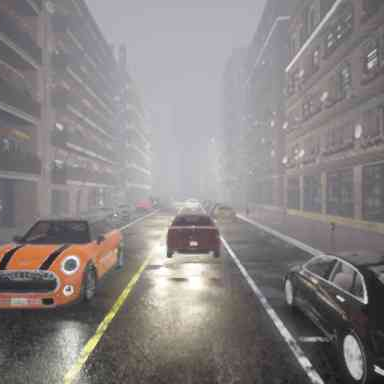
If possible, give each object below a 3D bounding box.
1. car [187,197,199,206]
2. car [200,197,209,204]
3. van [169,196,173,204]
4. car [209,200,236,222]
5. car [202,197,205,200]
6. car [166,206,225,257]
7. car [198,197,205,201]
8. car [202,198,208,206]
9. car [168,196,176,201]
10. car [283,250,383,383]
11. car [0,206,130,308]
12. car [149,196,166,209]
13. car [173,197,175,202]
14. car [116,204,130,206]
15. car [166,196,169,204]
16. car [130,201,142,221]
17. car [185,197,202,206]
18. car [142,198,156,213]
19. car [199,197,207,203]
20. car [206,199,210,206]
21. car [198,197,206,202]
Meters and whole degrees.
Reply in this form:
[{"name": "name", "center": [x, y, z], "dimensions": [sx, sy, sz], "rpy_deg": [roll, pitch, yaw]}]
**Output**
[{"name": "car", "center": [0.102, 1.769, 62.016], "dimensions": [2.128, 1.511, 4.902], "rpy_deg": [0, 0, 0]}, {"name": "car", "center": [2.693, 1.853, 72.954], "dimensions": [1.752, 1.417, 4.829], "rpy_deg": [0, 0, 0]}, {"name": "van", "center": [-5.686, 1.668, 72.789], "dimensions": [1.690, 1.788, 3.998], "rpy_deg": [0, 0, 0]}, {"name": "car", "center": [2.693, 1.651, 27.864], "dimensions": [1.752, 1.417, 4.829], "rpy_deg": [0, 0, 0]}, {"name": "car", "center": [2.694, 1.858, 61.511], "dimensions": [1.802, 1.307, 4.206], "rpy_deg": [0, 0, 0]}, {"name": "car", "center": [0.033, 1.538, 13.260], "dimensions": [1.882, 1.535, 5.008], "rpy_deg": [0, 0, 0]}, {"name": "car", "center": [2.693, 2.010, 95.328], "dimensions": [1.802, 1.307, 4.206], "rpy_deg": [0, 0, 0]}, {"name": "car", "center": [2.693, 1.783, 44.602], "dimensions": [1.802, 1.307, 4.206], "rpy_deg": [0, 0, 0]}, {"name": "car", "center": [-5.687, 1.979, 95.332], "dimensions": [2.008, 1.369, 4.403], "rpy_deg": [0, 0, 0]}, {"name": "car", "center": [2.693, 1.575, 5.149], "dimensions": [2.008, 1.369, 4.403], "rpy_deg": [0, 0, 0]}, {"name": "car", "center": [-3.100, 1.390, 8.218], "dimensions": [2.097, 1.767, 4.553], "rpy_deg": [0, 0, 0]}, {"name": "car", "center": [-5.687, 1.541, 50.244], "dimensions": [2.192, 1.841, 5.009], "rpy_deg": [0, 0, 0]}, {"name": "car", "center": [-5.687, 1.954, 89.696], "dimensions": [2.008, 1.369, 4.403], "rpy_deg": [0, 0, 0]}, {"name": "car", "center": [-5.688, 1.651, 22.061], "dimensions": [2.008, 1.369, 4.403], "rpy_deg": [0, 0, 0]}, {"name": "car", "center": [-5.687, 1.801, 61.345], "dimensions": [1.752, 1.417, 4.829], "rpy_deg": [0, 0, 0]}, {"name": "car", "center": [-5.688, 1.676, 27.698], "dimensions": [2.008, 1.369, 4.403], "rpy_deg": [0, 0, 0]}, {"name": "car", "center": [0.101, 1.725, 44.272], "dimensions": [1.812, 1.442, 4.674], "rpy_deg": [0, 0, 0]}, {"name": "car", "center": [-5.688, 1.721, 38.971], "dimensions": [1.887, 1.381, 4.507], "rpy_deg": [0, 0, 0]}, {"name": "car", "center": [2.693, 1.943, 84.055], "dimensions": [1.947, 1.339, 4.313], "rpy_deg": [0, 0, 0]}, {"name": "car", "center": [2.693, 1.716, 33.330], "dimensions": [1.947, 1.339, 4.313], "rpy_deg": [0, 0, 0]}, {"name": "car", "center": [2.694, 1.947, 89.692], "dimensions": [1.887, 1.381, 4.507], "rpy_deg": [0, 0, 0]}]
